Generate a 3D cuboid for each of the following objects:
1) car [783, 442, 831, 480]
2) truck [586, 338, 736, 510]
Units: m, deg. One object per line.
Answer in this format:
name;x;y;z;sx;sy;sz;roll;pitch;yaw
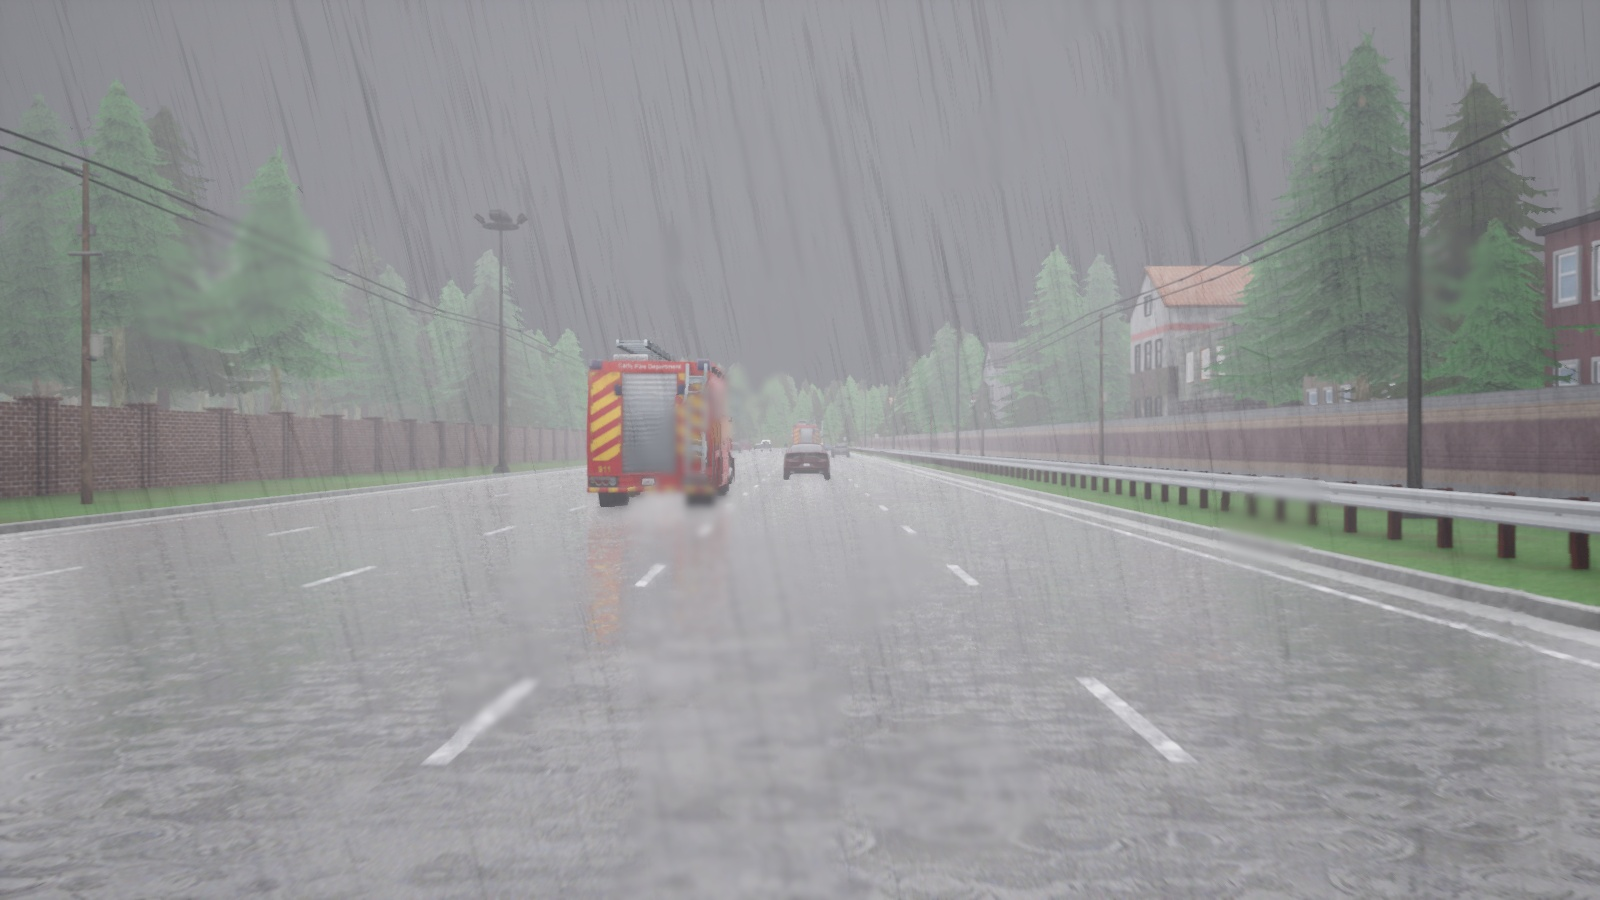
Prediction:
car;0.292;0.427;52.729;1.882;1.535;5.008;0;0;0
truck;-3.315;-0.602;32.231;2.891;3.827;8.468;0;0;0
